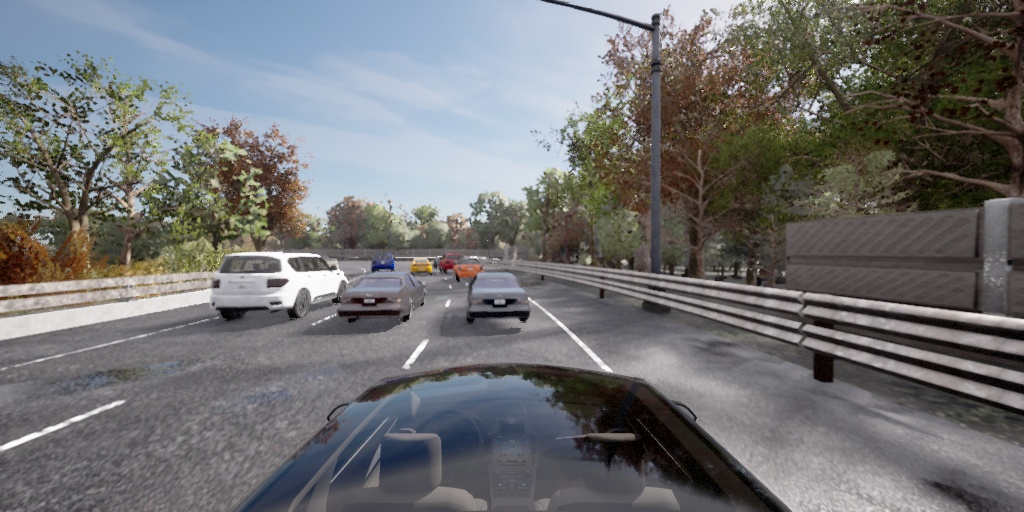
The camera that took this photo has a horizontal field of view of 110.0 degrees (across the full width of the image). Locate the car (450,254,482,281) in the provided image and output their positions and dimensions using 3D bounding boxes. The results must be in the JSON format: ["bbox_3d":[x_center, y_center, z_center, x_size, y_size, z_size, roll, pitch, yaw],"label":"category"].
[{"bbox_3d":[-3.473,0.926,27.951,2.097,1.767,4.553,0,0,-13],"label":"car"}]

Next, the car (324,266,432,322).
[{"bbox_3d":[-4.077,1.230,12.065,2.033,1.411,5.357,0,0,-6],"label":"car"}]

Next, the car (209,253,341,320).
[{"bbox_3d":[-7.650,0.903,12.452,2.150,2.045,5.566,0,0,-6],"label":"car"}]

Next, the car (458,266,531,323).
[{"bbox_3d":[-0.573,1.229,11.887,2.033,1.411,5.357,0,0,-6],"label":"car"}]

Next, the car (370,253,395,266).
[{"bbox_3d":[-13.270,0.742,36.816,2.150,2.045,5.566,0,0,-20],"label":"car"}]

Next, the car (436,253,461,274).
[{"bbox_3d":[-6.335,0.735,37.674,2.150,2.045,5.566,0,1,-18],"label":"car"}]

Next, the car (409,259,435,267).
[{"bbox_3d":[-8.994,1.008,35.046,1.882,1.535,5.008,0,0,-18],"label":"car"}]
